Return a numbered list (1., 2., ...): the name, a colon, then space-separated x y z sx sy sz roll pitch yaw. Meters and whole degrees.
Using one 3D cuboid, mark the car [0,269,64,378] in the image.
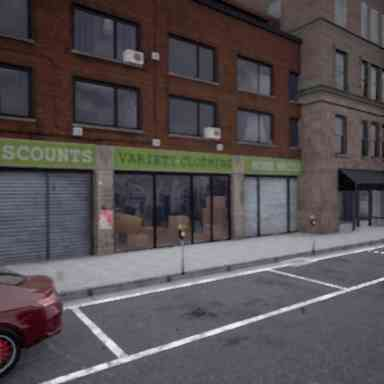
1. car: -3.735 1.580 3.879 4.206 1.307 1.802 0 -1 -35
